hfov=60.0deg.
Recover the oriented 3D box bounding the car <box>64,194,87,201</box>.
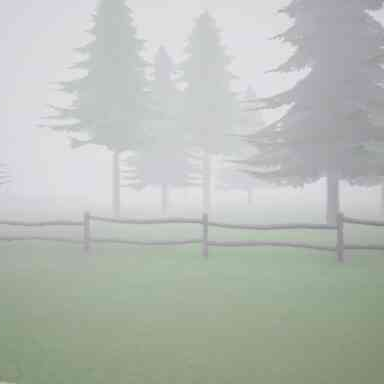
[{"bbox_3d":[-22.754,1.104,66.070,1.895,1.301,4.718,0,1,13],"label":"car"}]

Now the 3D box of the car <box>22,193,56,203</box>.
[{"bbox_3d":[-25.201,1.233,55.006,1.812,1.442,4.674,0,0,13],"label":"car"}]

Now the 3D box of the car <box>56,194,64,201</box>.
[{"bbox_3d":[-26.170,1.062,66.836,1.812,1.442,4.674,0,1,13],"label":"car"}]

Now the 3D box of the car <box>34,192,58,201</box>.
[{"bbox_3d":[-29.587,0.923,67.601,2.097,1.767,4.553,0,1,13],"label":"car"}]

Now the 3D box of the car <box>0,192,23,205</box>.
[{"bbox_3d":[-28.904,0.975,54.522,2.150,2.045,5.566,0,1,13],"label":"car"}]
